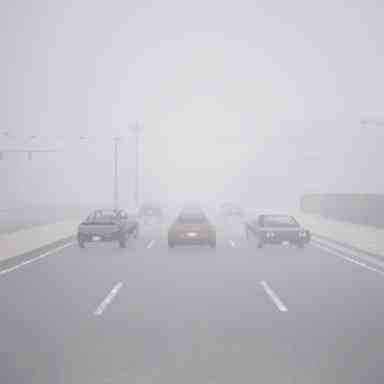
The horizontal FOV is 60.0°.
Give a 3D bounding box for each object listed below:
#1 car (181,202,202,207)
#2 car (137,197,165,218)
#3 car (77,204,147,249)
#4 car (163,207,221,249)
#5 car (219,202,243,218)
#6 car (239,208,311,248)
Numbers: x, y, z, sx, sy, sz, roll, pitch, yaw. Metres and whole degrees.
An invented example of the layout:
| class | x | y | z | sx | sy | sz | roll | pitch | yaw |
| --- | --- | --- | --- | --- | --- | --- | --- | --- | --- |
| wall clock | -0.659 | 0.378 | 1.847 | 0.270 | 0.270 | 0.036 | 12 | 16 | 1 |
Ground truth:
| class | x | y | z | sx | sy | sz | roll | pitch | yaw |
| --- | --- | --- | --- | --- | --- | --- | --- | --- | --- |
| car | -0.011 | 1.570 | 29.648 | 1.994 | 1.385 | 4.181 | 0 | 0 | 0 |
| car | -3.510 | 1.482 | 29.626 | 1.882 | 1.535 | 5.008 | 0 | 0 | 0 |
| car | -3.500 | 1.492 | 14.589 | 2.128 | 1.511 | 4.902 | 0 | 0 | 0 |
| car | 0.000 | 1.570 | 14.589 | 1.994 | 1.385 | 4.181 | 0 | 0 | 0 |
| car | 3.489 | 1.561 | 29.671 | 2.033 | 1.411 | 5.357 | 0 | 0 | 0 |
| car | 3.500 | 1.613 | 14.619 | 1.895 | 1.301 | 4.718 | 0 | 0 | 0 |
